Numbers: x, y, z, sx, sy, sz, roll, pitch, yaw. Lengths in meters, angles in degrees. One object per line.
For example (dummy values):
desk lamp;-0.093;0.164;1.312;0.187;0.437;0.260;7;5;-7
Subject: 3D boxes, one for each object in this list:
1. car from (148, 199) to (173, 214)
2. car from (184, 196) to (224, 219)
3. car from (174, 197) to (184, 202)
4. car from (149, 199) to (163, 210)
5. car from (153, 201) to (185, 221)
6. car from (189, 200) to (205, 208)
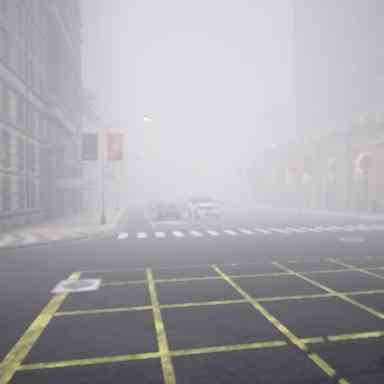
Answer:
car;-3.929;1.670;40.429;2.097;1.767;4.553;-1;0;-9
car;1.051;1.419;32.029;2.150;2.045;5.566;-1;0;-11
car;-0.629;1.775;41.945;2.128;1.511;4.902;-1;0;-9
car;-5.599;1.884;50.716;1.882;1.535;5.008;-1;0;-9
car;-2.191;1.794;30.303;1.994;1.385;4.181;-1;0;-10
car;0.785;1.953;55.488;1.895;1.301;4.718;-1;0;-9
